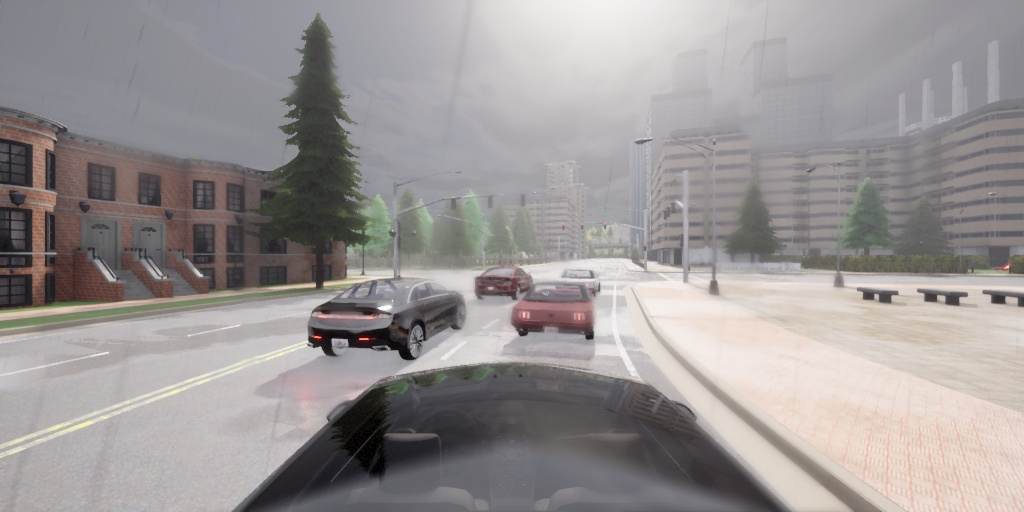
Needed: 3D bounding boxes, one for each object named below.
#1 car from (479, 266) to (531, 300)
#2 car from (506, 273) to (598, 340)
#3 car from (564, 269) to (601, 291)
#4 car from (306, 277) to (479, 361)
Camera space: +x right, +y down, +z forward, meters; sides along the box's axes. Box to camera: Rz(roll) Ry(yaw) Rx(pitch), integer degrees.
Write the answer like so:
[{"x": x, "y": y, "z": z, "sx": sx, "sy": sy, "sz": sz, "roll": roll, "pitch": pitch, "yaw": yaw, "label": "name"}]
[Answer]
[{"x": -0.243, "y": 1.227, "z": 17.619, "sx": 1.882, "sy": 1.535, "sz": 5.008, "roll": 0, "pitch": 0, "yaw": 15, "label": "car"}, {"x": 1.378, "y": 1.350, "z": 10.073, "sx": 1.895, "sy": 1.301, "sz": 4.718, "roll": 0, "pitch": 0, "yaw": 13, "label": "car"}, {"x": 3.628, "y": 1.350, "z": 18.962, "sx": 1.895, "sy": 1.301, "sz": 4.718, "roll": 0, "pitch": 0, "yaw": 17, "label": "car"}, {"x": -2.493, "y": 1.241, "z": 8.402, "sx": 2.128, "sy": 1.511, "sz": 4.902, "roll": 0, "pitch": 0, "yaw": 9, "label": "car"}]
